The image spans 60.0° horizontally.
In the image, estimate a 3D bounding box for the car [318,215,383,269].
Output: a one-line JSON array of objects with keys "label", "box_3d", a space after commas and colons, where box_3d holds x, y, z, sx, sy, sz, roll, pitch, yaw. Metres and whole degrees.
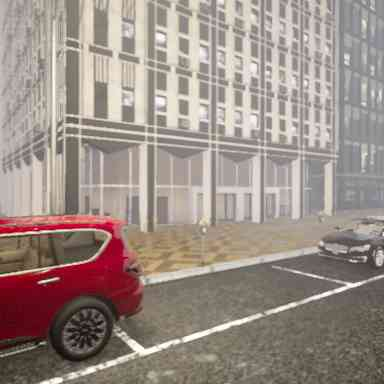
[{"label": "car", "box_3d": [5.864, 1.468, 10.729, 4.403, 1.369, 2.008, -1, 1, -35]}]

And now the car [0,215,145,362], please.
[{"label": "car", "box_3d": [-3.050, 1.316, 4.370, 5.009, 1.841, 2.192, -1, 1, -35]}]
